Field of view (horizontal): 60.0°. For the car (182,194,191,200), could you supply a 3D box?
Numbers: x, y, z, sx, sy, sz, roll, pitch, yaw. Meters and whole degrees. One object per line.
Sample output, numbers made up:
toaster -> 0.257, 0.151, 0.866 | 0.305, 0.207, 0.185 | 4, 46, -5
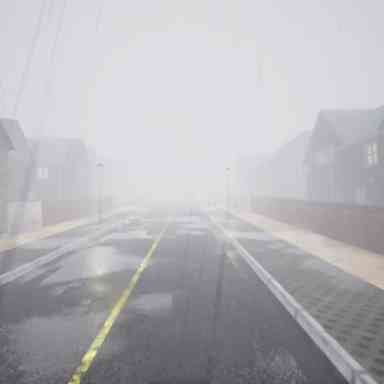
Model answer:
car -> -1.232, 1.167, 79.132 | 1.837, 1.490, 4.892 | -1, 0, -1

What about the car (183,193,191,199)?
car -> -1.393, 1.091, 89.188 | 1.994, 1.385, 4.181 | -1, 0, -1
